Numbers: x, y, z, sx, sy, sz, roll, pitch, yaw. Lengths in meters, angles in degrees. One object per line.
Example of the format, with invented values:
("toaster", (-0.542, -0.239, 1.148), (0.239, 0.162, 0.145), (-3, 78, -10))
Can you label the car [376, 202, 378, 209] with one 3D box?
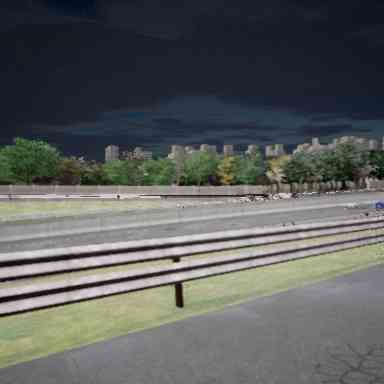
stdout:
("car", (29.769, 1.735, 50.171), (5.008, 1.535, 1.882), (-3, 2, -28))

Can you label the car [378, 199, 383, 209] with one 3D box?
("car", (28.646, 1.590, 45.575), (5.566, 2.045, 2.150), (-3, 2, -28))

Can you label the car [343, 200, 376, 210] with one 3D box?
("car", (26.035, 1.912, 52.126), (4.718, 1.301, 1.895), (-3, 2, -29))
